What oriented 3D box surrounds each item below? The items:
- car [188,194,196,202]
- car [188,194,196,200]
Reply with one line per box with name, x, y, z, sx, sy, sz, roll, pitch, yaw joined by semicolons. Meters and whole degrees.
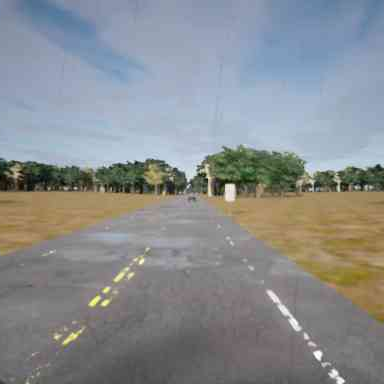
car;0.005;1.449;75.764;1.837;1.490;4.892;0;0;0
car;0.005;1.289;86.200;1.882;1.535;5.008;0;0;0
